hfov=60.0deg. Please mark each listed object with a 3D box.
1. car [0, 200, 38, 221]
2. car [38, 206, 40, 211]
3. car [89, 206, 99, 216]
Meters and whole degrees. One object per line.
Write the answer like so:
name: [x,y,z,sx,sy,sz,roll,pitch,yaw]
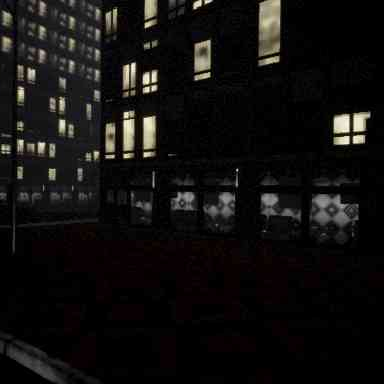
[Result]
car: [-15.514,1.517,26.544,2.192,1.841,5.009,1,0,36]
car: [-19.003,1.641,35.922,1.752,1.417,4.829,1,0,36]
car: [-8.708,1.828,35.750,1.752,1.417,4.829,1,0,36]
